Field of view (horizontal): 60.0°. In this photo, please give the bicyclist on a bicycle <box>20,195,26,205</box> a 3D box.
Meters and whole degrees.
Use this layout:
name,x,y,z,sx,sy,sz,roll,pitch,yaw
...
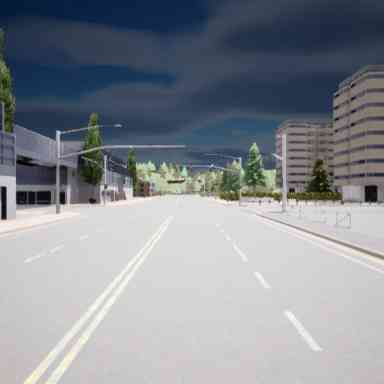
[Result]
name,x,y,z,sx,sy,sz,roll,pitch,yaw
bicyclist on a bicycle,-26.165,1.276,51.469,0.582,1.620,1.656,0,0,-1
